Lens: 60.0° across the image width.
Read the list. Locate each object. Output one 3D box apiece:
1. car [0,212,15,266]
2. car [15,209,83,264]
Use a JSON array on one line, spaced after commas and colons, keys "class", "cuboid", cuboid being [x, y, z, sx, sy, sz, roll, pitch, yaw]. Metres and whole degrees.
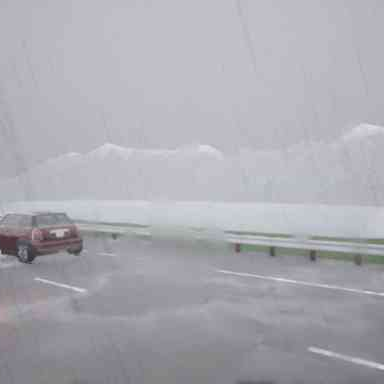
[{"class": "car", "cuboid": [-7.436, 1.364, 9.209, 5.566, 2.045, 2.150, -1, 0, 36]}, {"class": "car", "cuboid": [-6.251, 1.506, 12.677, 4.553, 1.767, 2.097, -1, -1, 36]}]
